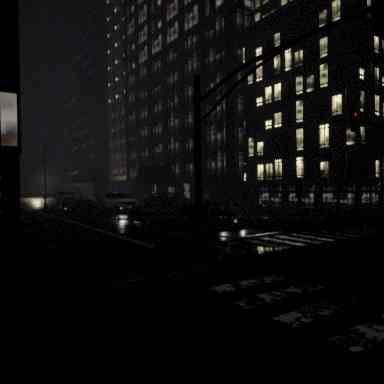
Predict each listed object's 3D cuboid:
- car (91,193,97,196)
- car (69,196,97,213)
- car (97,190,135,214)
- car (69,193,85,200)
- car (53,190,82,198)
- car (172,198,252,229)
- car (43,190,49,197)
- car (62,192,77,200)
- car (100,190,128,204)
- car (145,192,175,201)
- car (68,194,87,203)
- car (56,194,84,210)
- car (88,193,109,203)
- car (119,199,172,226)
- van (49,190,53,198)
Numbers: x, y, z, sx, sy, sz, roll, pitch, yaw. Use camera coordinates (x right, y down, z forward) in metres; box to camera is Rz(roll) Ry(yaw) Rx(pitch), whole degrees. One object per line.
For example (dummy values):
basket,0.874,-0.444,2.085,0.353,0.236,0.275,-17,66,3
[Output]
car,-13.824,1.116,48.264,2.033,1.411,5.357,-1,1,-34
car,-10.539,1.354,33.408,1.947,1.339,4.313,-1,1,-35
car,-7.164,0.977,33.061,2.150,2.045,5.566,-1,2,-34
car,-22.883,0.890,66.061,1.887,1.381,4.507,-1,1,-35
car,-18.861,0.785,50.183,2.150,2.045,5.566,-1,1,-34
car,1.105,1.382,21.071,2.128,1.511,4.902,-1,1,-35
car,-35.696,0.689,84.635,2.008,1.369,4.403,-1,1,-35
car,-26.086,0.734,70.704,1.967,1.590,4.097,-1,1,-35
car,-12.038,0.734,51.049,2.150,2.045,5.566,-1,1,-35
car,-3.666,0.964,38.196,2.192,1.841,5.009,-1,1,-35
car,-19.344,1.083,56.181,1.895,1.301,4.718,-1,1,-35
car,-13.743,1.289,38.052,2.008,1.369,4.403,-1,1,-35
car,-15.966,0.920,56.809,1.882,1.535,5.008,-1,1,-35
car,-2.905,1.455,22.389,2.008,1.369,4.403,-1,1,-35
van,-32.492,0.532,79.989,1.690,1.788,3.998,-1,1,-35
